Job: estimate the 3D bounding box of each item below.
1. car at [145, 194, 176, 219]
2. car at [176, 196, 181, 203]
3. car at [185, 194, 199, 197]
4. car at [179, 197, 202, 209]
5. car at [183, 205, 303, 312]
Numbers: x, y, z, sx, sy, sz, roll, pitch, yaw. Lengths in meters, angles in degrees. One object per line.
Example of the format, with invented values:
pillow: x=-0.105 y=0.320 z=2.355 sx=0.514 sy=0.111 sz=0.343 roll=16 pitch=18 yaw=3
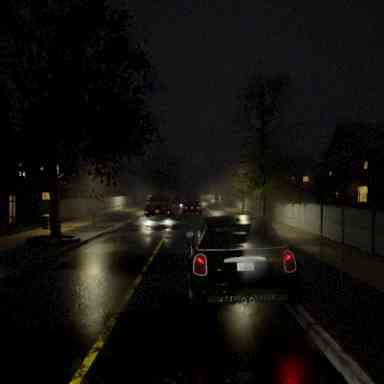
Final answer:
car: x=-2.866 y=1.237 z=30.086 sx=2.150 sy=2.045 sz=5.566 roll=0 pitch=0 yaw=0
car: x=-2.784 y=1.559 z=62.969 sx=1.837 sy=1.490 sz=4.892 roll=0 pitch=0 yaw=0
car: x=0.007 y=1.251 z=44.618 sx=2.150 sy=2.045 sz=5.566 roll=0 pitch=0 yaw=1
car: x=0.048 y=1.566 z=33.966 sx=2.033 sy=1.411 sz=5.357 roll=0 pitch=0 yaw=1
car: x=0.927 y=1.323 z=7.887 sx=2.097 sy=1.767 sz=4.553 roll=-2 pitch=0 yaw=0
